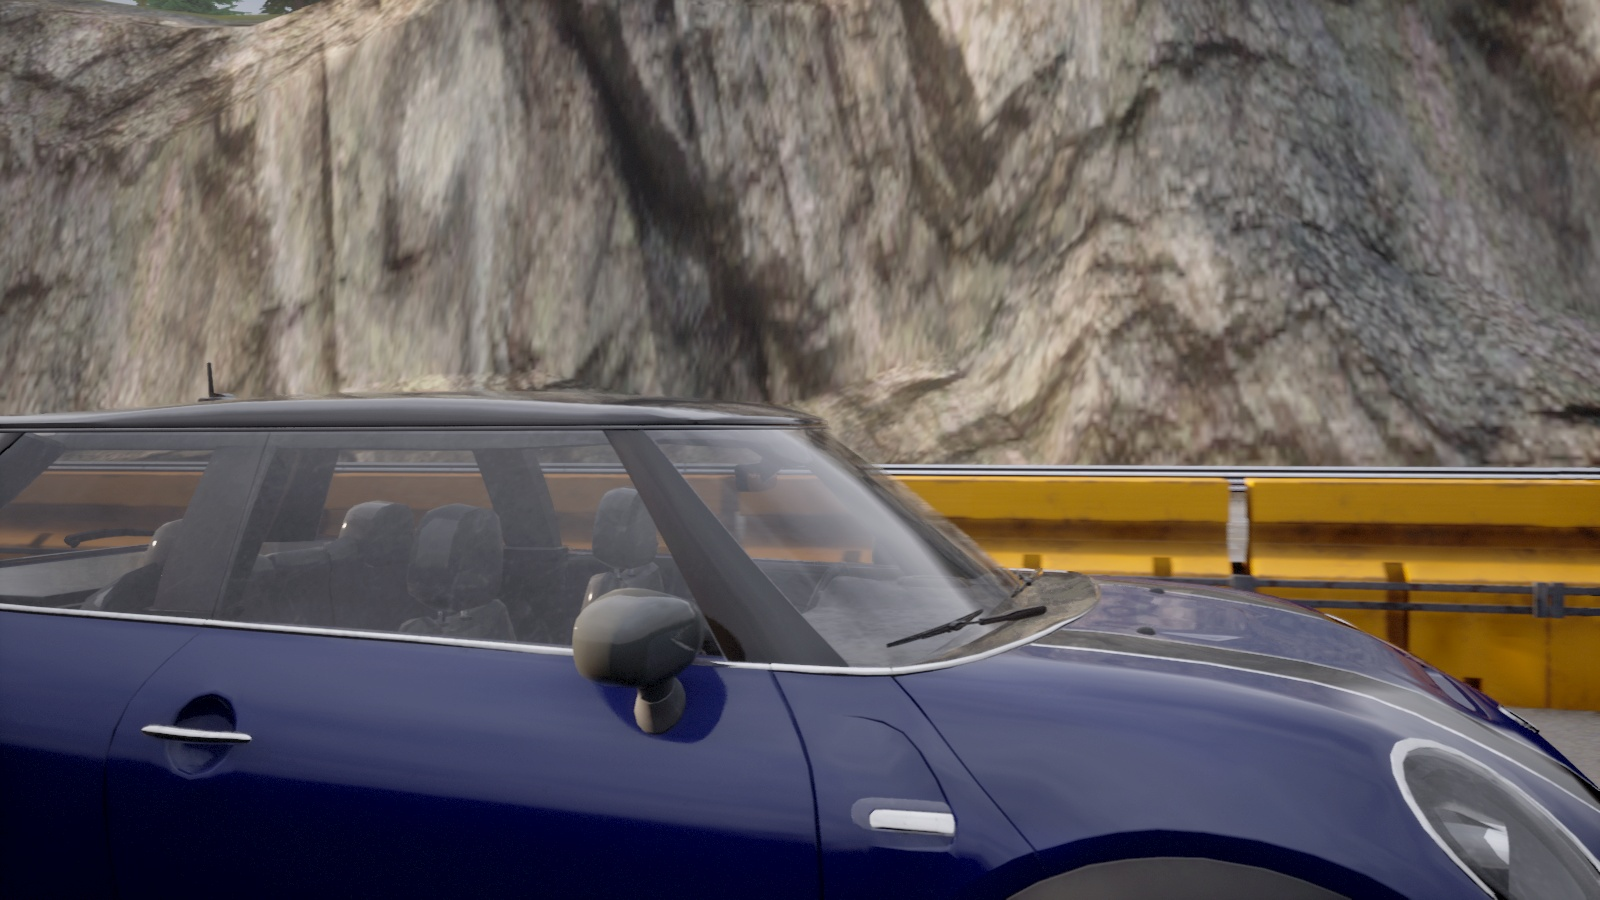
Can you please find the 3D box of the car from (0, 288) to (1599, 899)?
[{"bbox_3d":[-0.379,0.629,3.319,4.553,1.767,2.097,1,1,18],"label":"car"}]
